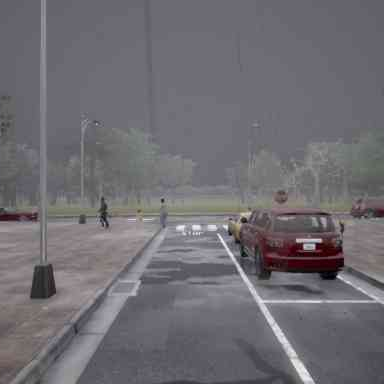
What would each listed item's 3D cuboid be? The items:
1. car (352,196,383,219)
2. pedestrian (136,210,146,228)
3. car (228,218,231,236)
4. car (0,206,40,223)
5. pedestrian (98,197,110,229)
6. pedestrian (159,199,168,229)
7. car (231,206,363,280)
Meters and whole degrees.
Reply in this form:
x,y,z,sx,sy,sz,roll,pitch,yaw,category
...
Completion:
x,y,z,sx,sy,sz,roll,pitch,yaw,category
14.726,1.212,25.484,4.553,1.767,2.097,0,0,0,car
-3.010,1.521,19.381,0.500,1.100,0.500,0,0,0,pedestrian
2.658,1.525,15.602,1.752,1.417,4.829,0,0,0,car
-14.076,1.766,25.689,4.718,1.301,1.895,-1,0,0,car
-5.001,1.165,18.877,0.375,1.860,0.375,0,0,0,pedestrian
-1.723,1.293,20.167,0.375,1.860,0.375,0,0,0,pedestrian
2.650,1.314,9.886,2.192,1.841,5.009,0,0,0,car
